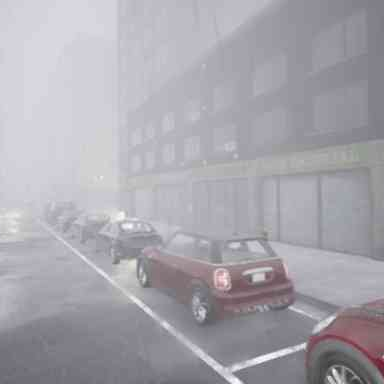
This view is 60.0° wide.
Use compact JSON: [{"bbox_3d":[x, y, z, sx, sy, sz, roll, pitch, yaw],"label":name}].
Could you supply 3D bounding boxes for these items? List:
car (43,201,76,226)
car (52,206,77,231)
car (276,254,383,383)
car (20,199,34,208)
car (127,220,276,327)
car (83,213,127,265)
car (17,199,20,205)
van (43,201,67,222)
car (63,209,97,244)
[{"bbox_3d":[-10.424,1.658,26.748,2.192,1.841,5.009,0,-1,-29],"label":"car"},{"bbox_3d":[-7.764,1.840,21.904,1.947,1.339,4.313,0,-1,-29],"label":"car"},{"bbox_3d":[2.866,1.436,2.539,1.967,1.590,4.097,0,-1,-29],"label":"car"},{"bbox_3d":[-34.450,2.433,69.922,1.967,1.590,4.097,0,-1,-30],"label":"car"},{"bbox_3d":[0.208,1.505,7.380,1.967,1.590,4.097,0,-1,-29],"label":"car"},{"bbox_3d":[-2.448,1.686,12.221,2.008,1.369,4.403,0,-1,-29],"label":"car"},{"bbox_3d":[-40.107,2.730,79.712,1.802,1.307,4.206,0,-1,-30],"label":"car"},{"bbox_3d":[-13.082,1.754,31.589,1.690,1.788,3.998,0,-1,-29],"label":"van"},{"bbox_3d":[-5.106,1.755,17.062,2.008,1.369,4.403,0,-1,-29],"label":"car"}]
